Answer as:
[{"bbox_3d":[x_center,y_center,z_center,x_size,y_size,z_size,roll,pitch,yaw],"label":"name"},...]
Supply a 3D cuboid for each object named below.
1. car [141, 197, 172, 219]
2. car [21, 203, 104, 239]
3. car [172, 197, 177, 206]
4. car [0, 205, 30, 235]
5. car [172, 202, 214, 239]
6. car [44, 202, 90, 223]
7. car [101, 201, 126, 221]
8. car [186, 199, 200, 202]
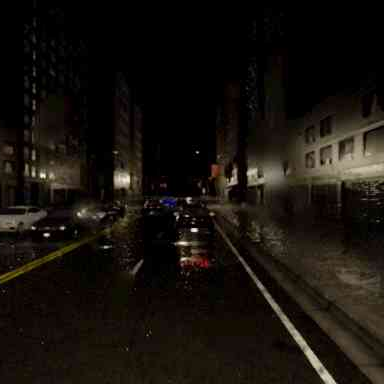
[{"bbox_3d":[-3.231,1.453,29.078,2.128,1.511,4.902,0,0,0],"label":"car"},{"bbox_3d":[-6.494,1.527,17.523,2.033,1.411,5.357,0,0,0],"label":"car"},{"bbox_3d":[-3.168,1.398,46.153,1.882,1.535,5.008,0,1,0],"label":"car"},{"bbox_3d":[-9.744,1.503,18.824,1.812,1.442,4.674,0,0,0],"label":"car"},{"bbox_3d":[0.106,1.482,17.341,1.837,1.490,4.892,0,-1,0],"label":"car"},{"bbox_3d":[-9.741,1.546,26.292,1.994,1.385,4.181,0,0,0],"label":"car"},{"bbox_3d":[-6.491,1.470,26.292,2.128,1.511,4.902,0,0,0],"label":"car"},{"bbox_3d":[0.074,1.440,35.668,2.128,1.511,4.902,0,0,0],"label":"car"}]
